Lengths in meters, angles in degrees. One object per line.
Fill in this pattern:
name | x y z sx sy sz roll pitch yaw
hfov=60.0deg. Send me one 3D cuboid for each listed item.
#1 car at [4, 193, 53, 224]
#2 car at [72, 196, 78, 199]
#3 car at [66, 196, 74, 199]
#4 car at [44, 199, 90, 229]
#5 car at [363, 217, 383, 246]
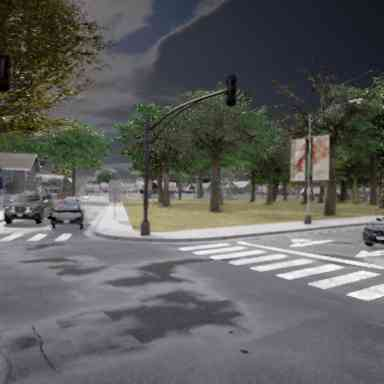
car | -11.354 1.096 23.678 2.150 2.045 5.566 1 0 -11
car | -15.766 1.326 43.620 1.812 1.442 4.674 1 0 -12
car | -13.531 1.400 33.451 1.994 1.385 4.181 1 0 -12
car | -7.709 1.442 21.253 2.128 1.511 4.902 1 0 -14
car | 9.345 1.538 14.378 5.008 1.535 1.882 0 0 -36
